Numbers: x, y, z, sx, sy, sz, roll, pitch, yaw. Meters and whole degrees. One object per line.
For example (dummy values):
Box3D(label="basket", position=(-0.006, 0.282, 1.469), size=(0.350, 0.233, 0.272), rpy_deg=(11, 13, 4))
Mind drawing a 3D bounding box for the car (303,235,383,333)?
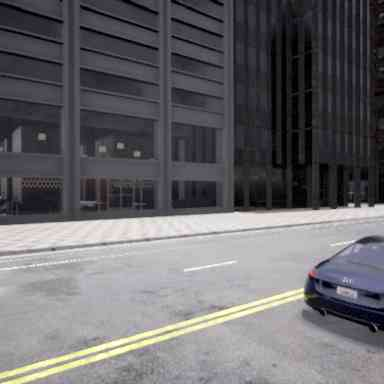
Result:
Box3D(label="car", position=(4.061, 1.546, 6.409), size=(4.181, 1.385, 1.994), rpy_deg=(0, 0, -36))
